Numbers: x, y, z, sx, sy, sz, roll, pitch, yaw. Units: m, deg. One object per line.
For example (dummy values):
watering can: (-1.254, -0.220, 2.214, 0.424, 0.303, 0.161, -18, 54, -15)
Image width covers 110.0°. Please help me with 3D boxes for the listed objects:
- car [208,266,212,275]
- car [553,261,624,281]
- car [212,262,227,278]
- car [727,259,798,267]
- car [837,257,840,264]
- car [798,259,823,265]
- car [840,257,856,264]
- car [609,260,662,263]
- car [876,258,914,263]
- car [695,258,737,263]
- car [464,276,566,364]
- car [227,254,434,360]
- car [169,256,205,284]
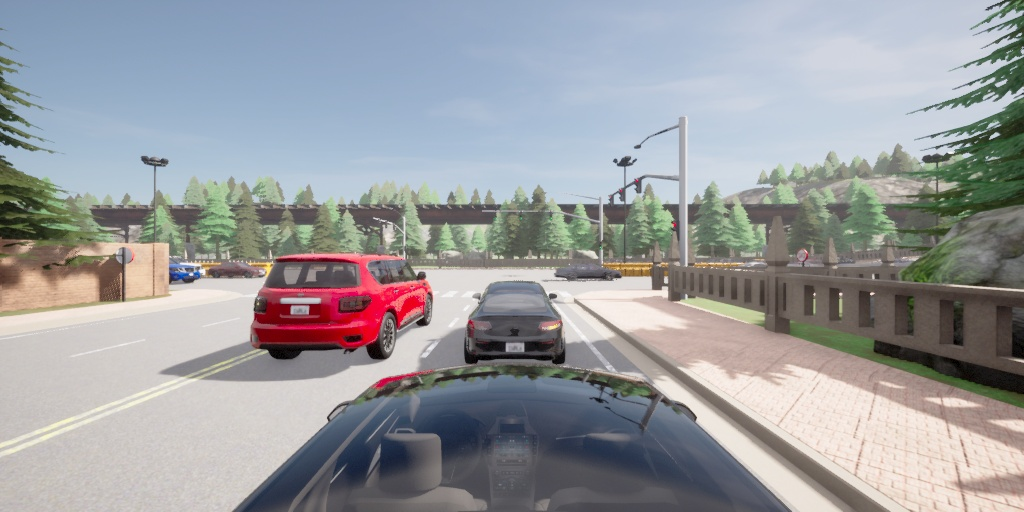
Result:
car: (-28.278, 0.968, 29.088, 5.566, 2.045, 2.150, 0, 0, 0)
car: (6.033, 1.294, 28.931, 5.357, 1.411, 2.033, 0, 0, 0)
car: (-24.903, 1.272, 32.573, 4.674, 1.442, 1.812, 0, 0, 0)
car: (22.543, 1.272, 32.358, 4.674, 1.442, 1.812, 0, 0, 0)
car: (35.688, 1.137, 43.040, 5.008, 1.535, 1.882, -1, 0, 0)
car: (31.422, 1.332, 39.544, 4.718, 1.301, 1.895, 0, 0, 0)
car: (41.609, 0.948, 46.524, 4.892, 1.490, 1.837, -3, 0, 0)
car: (13.413, 1.223, 39.598, 5.008, 1.535, 1.882, 0, 0, 0)
car: (42.054, 0.970, 39.524, 5.357, 1.411, 2.033, -3, 0, 0)
car: (22.434, 1.098, 39.563, 4.553, 1.767, 2.097, 0, 0, 0)
car: (0.063, 1.275, 7.955, 1.812, 1.442, 4.674, 0, 0, 0)
car: (-3.439, 0.971, 8.504, 2.150, 2.045, 5.566, 0, 0, 0)
car: (-25.657, 0.969, 25.570, 5.566, 2.045, 2.150, 0, 0, -1)
